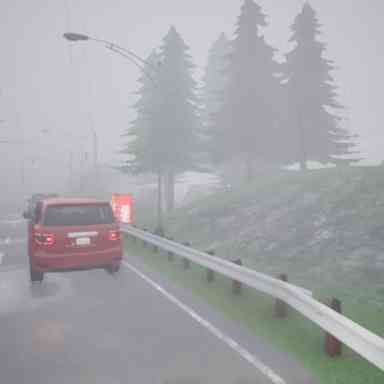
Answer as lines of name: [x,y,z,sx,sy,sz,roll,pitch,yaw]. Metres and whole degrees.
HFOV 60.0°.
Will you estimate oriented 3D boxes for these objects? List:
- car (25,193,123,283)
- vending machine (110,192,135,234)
car: [-3.657,1.162,9.888,2.150,2.045,5.566,0,1,-27]
vending machine: [-3.660,1.079,17.539,1.100,2.100,0.880,0,0,-26]
